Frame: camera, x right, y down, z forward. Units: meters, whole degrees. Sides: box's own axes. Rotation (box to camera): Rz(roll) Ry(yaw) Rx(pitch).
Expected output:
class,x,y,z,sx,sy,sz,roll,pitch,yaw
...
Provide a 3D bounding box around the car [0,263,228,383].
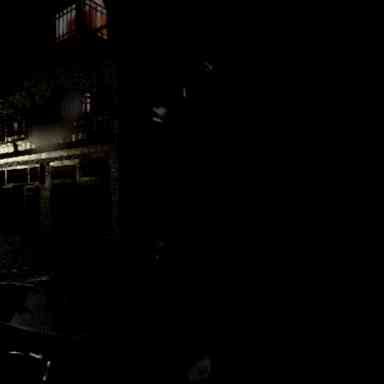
class,x,y,z,sx,sy,sz,roll,pitch,yaw
car,-1.627,1.567,4.051,4.313,1.339,1.947,0,-1,36
